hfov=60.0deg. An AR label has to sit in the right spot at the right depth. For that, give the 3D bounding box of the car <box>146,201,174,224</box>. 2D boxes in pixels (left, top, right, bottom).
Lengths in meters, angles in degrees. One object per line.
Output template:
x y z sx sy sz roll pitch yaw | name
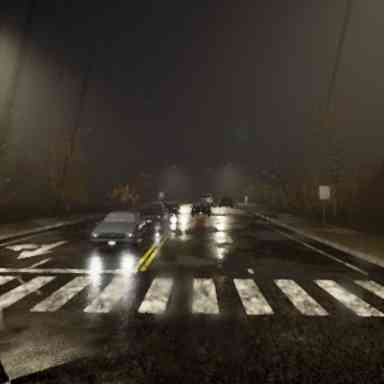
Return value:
-2.841 1.607 25.420 2.033 1.411 5.357 0 0 2 | car

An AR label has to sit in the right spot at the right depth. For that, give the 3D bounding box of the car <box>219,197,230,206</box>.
5.870 1.711 60.041 1.812 1.442 4.674 0 0 5 | car

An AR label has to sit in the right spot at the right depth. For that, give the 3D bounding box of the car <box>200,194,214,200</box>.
2.582 1.379 58.529 2.150 2.045 5.566 0 -1 5 | car

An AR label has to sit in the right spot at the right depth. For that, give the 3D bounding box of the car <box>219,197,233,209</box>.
5.098 1.522 49.893 2.097 1.767 4.553 0 0 4 | car

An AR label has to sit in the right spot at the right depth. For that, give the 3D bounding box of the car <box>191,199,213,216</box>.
0.962 1.711 33.864 1.895 1.301 4.718 0 0 3 | car

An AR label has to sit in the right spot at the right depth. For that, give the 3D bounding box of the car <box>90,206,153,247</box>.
-3.166 1.571 15.364 2.033 1.411 5.357 0 0 -3 | car

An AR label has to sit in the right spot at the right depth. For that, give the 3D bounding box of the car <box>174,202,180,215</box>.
-2.403 1.689 35.374 1.895 1.301 4.718 0 0 3 | car
